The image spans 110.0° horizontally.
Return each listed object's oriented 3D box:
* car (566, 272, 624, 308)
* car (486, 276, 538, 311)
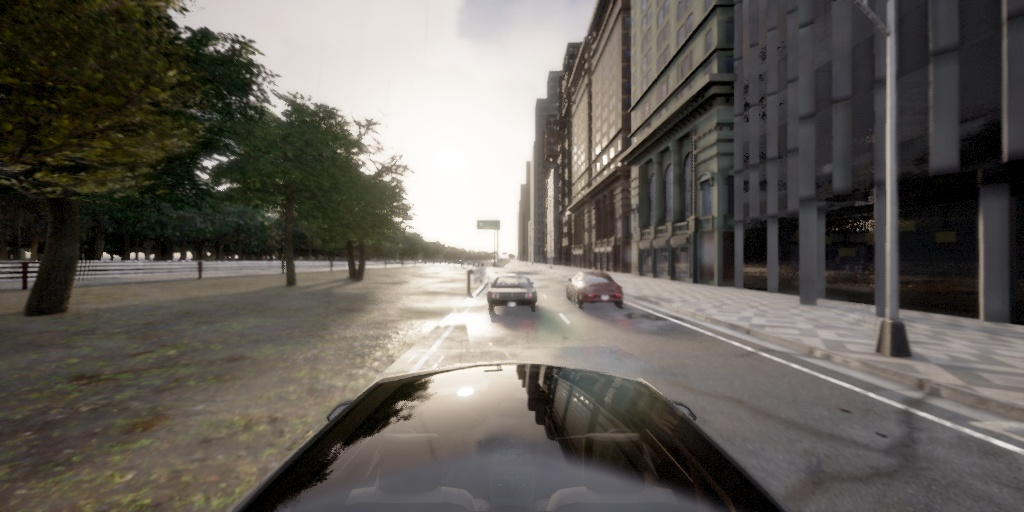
[{"bbox_3d":[3.523,1.404,15.776,1.812,1.442,4.674,0,0,0],"label":"car"},{"bbox_3d":[0.016,1.474,15.114,1.895,1.301,4.718,0,-1,0],"label":"car"}]
